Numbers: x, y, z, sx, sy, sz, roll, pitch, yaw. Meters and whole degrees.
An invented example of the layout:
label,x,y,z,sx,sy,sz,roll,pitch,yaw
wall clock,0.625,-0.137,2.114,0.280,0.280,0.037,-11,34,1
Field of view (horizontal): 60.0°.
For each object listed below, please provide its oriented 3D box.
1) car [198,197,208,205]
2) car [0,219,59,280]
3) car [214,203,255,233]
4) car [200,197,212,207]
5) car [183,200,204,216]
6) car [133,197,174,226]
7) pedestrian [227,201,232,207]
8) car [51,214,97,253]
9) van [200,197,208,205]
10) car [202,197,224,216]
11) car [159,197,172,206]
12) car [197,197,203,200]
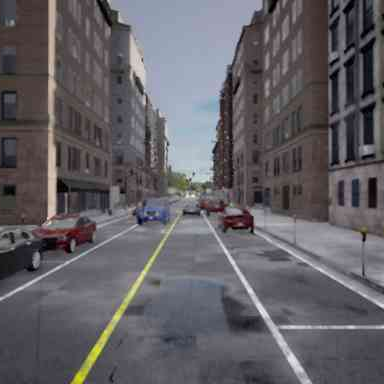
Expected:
label,x,y,z,sx,sy,sz,roll,pitch,yaw
car,2.601,2.086,80.573,2.192,1.841,5.009,0,-1,0
car,-5.397,1.635,8.586,2.008,1.369,4.403,0,-1,0
car,2.727,1.685,21.317,1.882,1.535,5.008,0,-1,0
car,2.632,1.930,64.062,2.192,1.841,5.009,0,-1,0
car,-0.016,1.921,37.029,1.994,1.385,4.181,0,-1,1
car,-2.872,1.474,26.082,2.150,2.045,5.566,0,-1,0
pedestrian,2.724,1.529,24.323,0.375,1.860,0.375,0,-1,0
car,-5.403,1.684,14.268,1.887,1.381,4.507,0,-1,0
van,2.611,2.060,75.069,1.690,1.788,3.998,0,-1,0
car,2.598,1.672,37.007,2.192,1.841,5.009,0,-1,0
car,-5.494,1.982,69.556,2.192,1.841,5.009,0,-1,0
car,3.575,1.928,47.962,5.008,1.535,1.882,0,-1,-23
